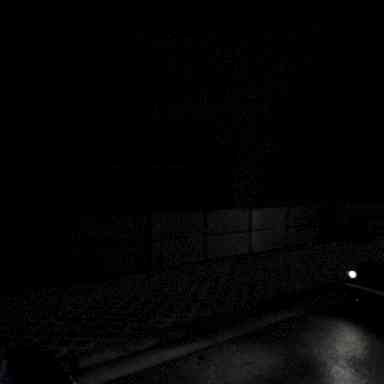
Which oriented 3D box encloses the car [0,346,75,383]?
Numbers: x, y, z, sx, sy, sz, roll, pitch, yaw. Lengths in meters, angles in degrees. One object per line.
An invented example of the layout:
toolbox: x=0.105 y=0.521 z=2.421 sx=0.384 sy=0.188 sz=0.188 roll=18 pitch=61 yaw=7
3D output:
car: x=-2.493 y=1.570 z=1.273 sx=4.181 sy=1.385 sz=1.994 roll=0 pitch=0 yaw=-35

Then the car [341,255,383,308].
car: x=5.067 y=1.562 z=6.684 sx=4.718 sy=1.301 sz=1.895 roll=0 pitch=0 yaw=-35
